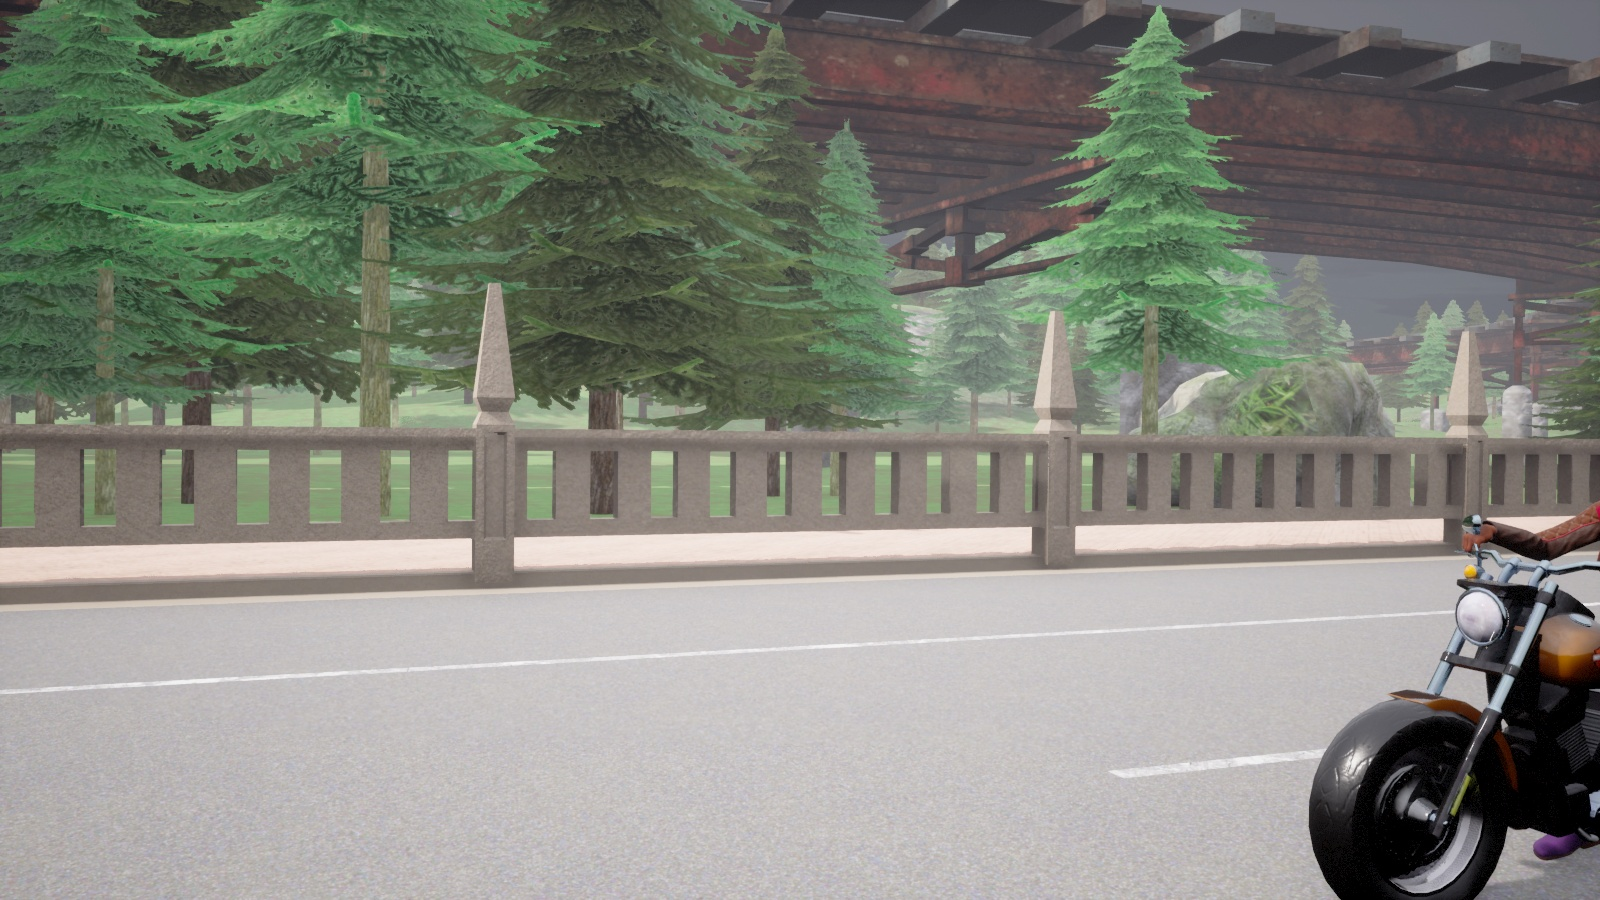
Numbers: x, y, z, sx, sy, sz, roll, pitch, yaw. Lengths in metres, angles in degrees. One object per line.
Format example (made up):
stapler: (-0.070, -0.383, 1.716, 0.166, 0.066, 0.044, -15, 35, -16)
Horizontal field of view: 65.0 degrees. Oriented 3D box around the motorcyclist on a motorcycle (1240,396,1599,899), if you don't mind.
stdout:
motorcyclist on a motorcycle: (2.716, 0.650, 4.271, 2.350, 1.649, 0.766, -1, 1, -21)
